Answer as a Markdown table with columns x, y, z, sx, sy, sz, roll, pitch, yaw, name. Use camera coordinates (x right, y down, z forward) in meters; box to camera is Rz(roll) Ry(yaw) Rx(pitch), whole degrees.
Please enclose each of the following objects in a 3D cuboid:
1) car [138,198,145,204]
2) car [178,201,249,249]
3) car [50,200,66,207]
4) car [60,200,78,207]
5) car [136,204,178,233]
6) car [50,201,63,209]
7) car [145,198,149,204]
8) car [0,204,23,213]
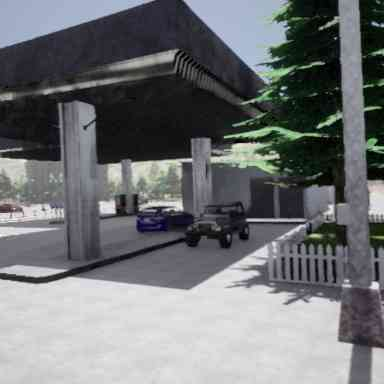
| x | y | z | sx | sy | sz | roll | pitch | yaw | name |
| --- | --- | --- | --- | --- | --- | --- | --- | --- | --- |
| -13.268 | 2.083 | 71.236 | 5.027 | 1.636 | 2.152 | -2 | 0 | 28 | car |
| 1.284 | 1.416 | 15.377 | 1.905 | 1.878 | 3.866 | -2 | 0 | 28 | car |
| -34.806 | 3.034 | 86.252 | 3.633 | 1.501 | 1.845 | -2 | 0 | 28 | car |
| -29.660 | 2.826 | 80.135 | 3.806 | 1.475 | 1.970 | -2 | 0 | 28 | car |
| -1.667 | 1.711 | 21.866 | 2.242 | 1.667 | 4.611 | -2 | 0 | 28 | car |
| -25.598 | 2.579 | 64.384 | 3.633 | 1.501 | 1.845 | -2 | 0 | 28 | car |
| -11.842 | 2.036 | 74.030 | 4.514 | 1.523 | 2.007 | -2 | 0 | 28 | car |
| -30.327 | 2.747 | 55.583 | 4.514 | 1.523 | 2.007 | -2 | 0 | 28 | car |
